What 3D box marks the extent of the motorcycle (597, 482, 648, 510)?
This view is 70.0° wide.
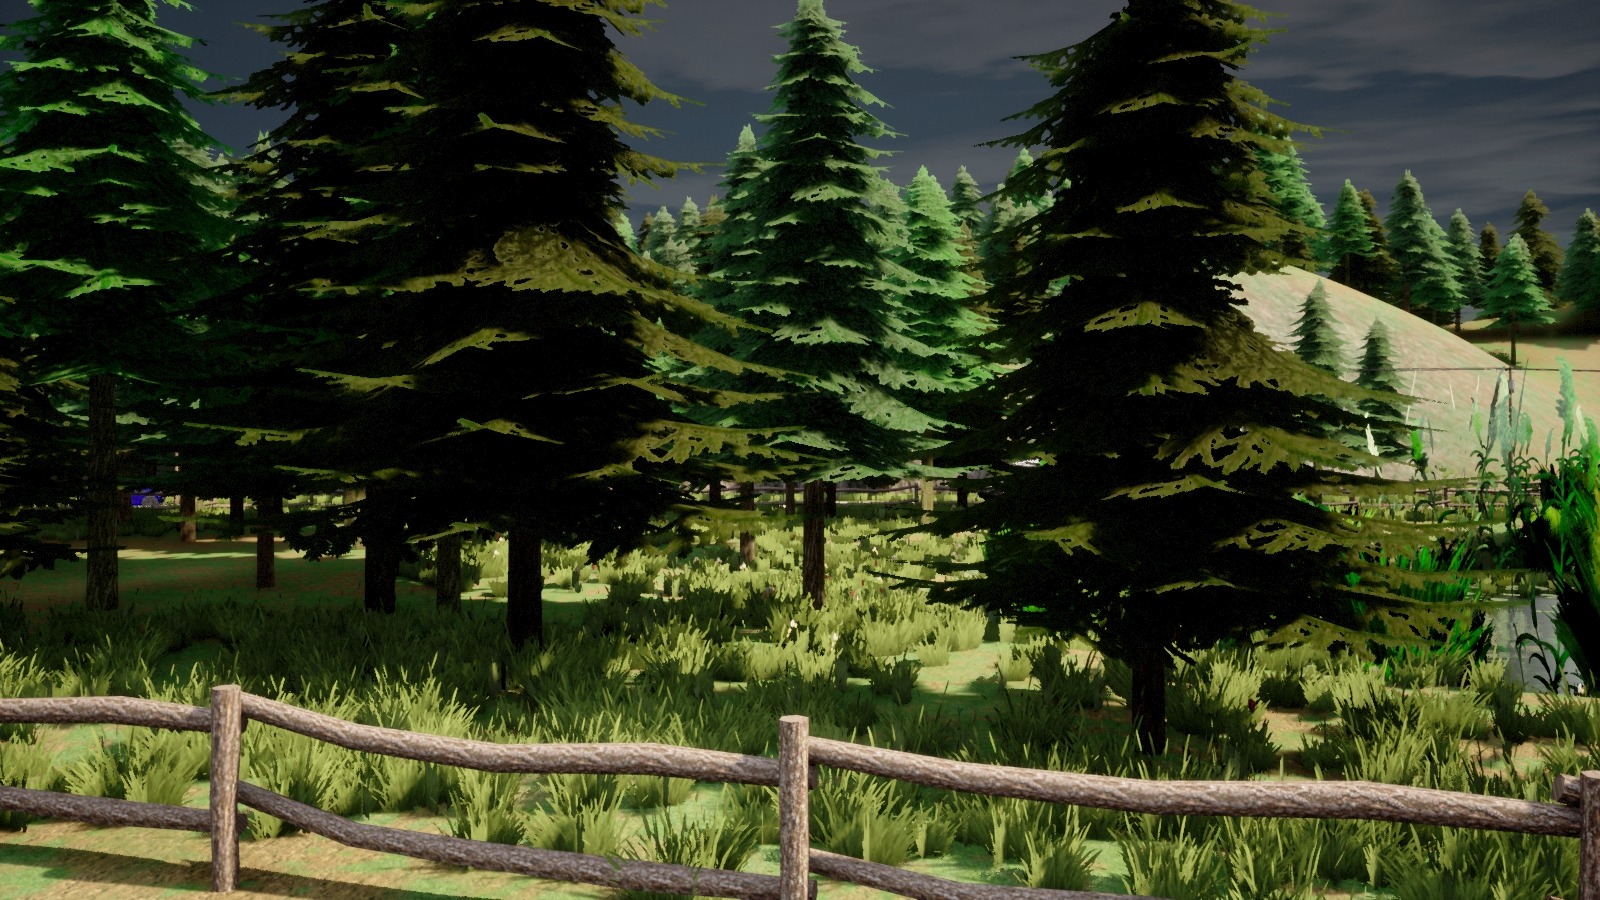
[{"bbox_3d":[-8.417,2.178,54.101,2.209,1.251,0.867,0,0,14],"label":"motorcycle"}]
